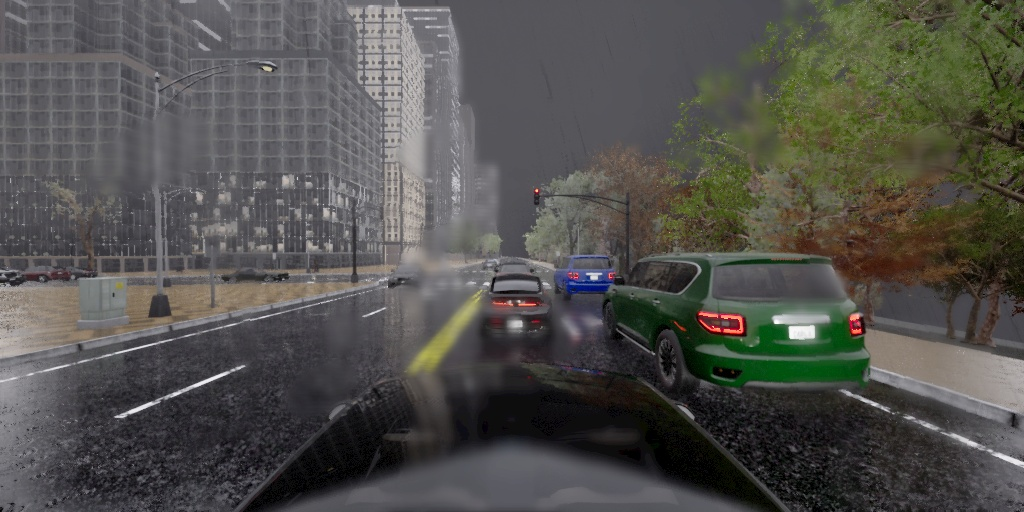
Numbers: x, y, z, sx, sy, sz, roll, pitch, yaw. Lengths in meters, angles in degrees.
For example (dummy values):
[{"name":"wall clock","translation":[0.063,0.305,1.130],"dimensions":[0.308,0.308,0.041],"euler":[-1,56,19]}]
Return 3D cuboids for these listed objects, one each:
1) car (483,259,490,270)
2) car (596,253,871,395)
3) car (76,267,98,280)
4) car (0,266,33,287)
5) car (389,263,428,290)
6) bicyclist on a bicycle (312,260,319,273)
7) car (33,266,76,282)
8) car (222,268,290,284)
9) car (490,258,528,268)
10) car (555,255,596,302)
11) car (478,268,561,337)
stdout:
[{"name":"car","translation":[-3.228,1.233,53.629],"dimensions":[2.128,1.511,4.902],"euler":[0,0,0]},{"name":"car","translation":[3.344,0.970,6.771],"dimensions":[2.150,2.045,5.566],"euler":[0,0,1]},{"name":"car","translation":[-50.146,1.972,40.747],"dimensions":[4.892,1.490,1.837],"euler":[-1,0,1]},{"name":"car","translation":[-45.672,1.705,30.858],"dimensions":[5.566,2.045,2.150],"euler":[-1,1,1]},{"name":"car","translation":[-6.469,1.249,22.961],"dimensions":[1.837,1.490,4.892],"euler":[3,0,-7]},{"name":"bicyclist on a bicycle","translation":[-24.557,1.328,44.776],"dimensions":[0.582,1.620,1.656],"euler":[-1,1,0]},{"name":"car","translation":[-49.395,1.835,37.505],"dimensions":[4.553,1.767,2.097],"euler":[-1,0,1]},{"name":"car","translation":[-21.776,1.707,30.668],"dimensions":[4.718,1.301,1.895],"euler":[-1,0,0]},{"name":"car","translation":[0.116,1.099,19.297],"dimensions":[2.097,1.767,4.553],"euler":[0,0,0]},{"name":"car","translation":[3.348,0.969,17.128],"dimensions":[2.150,2.045,5.566],"euler":[0,0,1]},{"name":"car","translation":[0.111,1.253,10.238],"dimensions":[1.837,1.490,4.892],"euler":[0,0,0]}]
